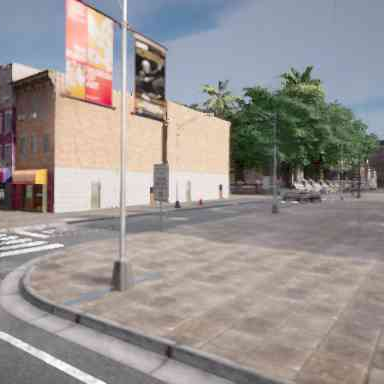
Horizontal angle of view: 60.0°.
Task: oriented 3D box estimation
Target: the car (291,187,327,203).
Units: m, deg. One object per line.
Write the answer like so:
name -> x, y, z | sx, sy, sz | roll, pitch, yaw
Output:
car -> 14.009, 0.453, 39.741 | 2.128, 1.511, 4.902 | 1, 2, 36

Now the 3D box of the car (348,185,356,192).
car -> 40.202, -0.672, 85.488 | 1.802, 1.307, 4.206 | 2, 3, 35

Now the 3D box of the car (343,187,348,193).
car -> 33.868, -0.462, 76.619 | 1.947, 1.339, 4.313 | 2, 3, 35

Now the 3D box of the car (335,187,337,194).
car -> 27.660, -0.274, 68.015 | 1.752, 1.417, 4.829 | 3, 3, 35

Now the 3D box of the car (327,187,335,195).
car -> 26.532, -0.205, 66.396 | 2.008, 1.369, 4.403 | 3, 3, 35

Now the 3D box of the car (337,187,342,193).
car -> 30.701, -0.360, 72.185 | 2.008, 1.369, 4.403 | 3, 3, 35

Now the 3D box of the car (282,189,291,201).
car -> 13.398, 0.367, 43.616 | 1.837, 1.490, 4.892 | 1, 2, 36
